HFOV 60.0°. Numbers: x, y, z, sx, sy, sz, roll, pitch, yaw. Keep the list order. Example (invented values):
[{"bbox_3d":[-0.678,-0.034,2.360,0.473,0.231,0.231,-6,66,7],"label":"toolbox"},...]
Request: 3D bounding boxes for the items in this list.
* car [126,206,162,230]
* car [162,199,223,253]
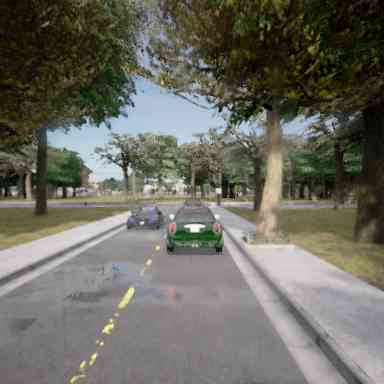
[{"bbox_3d":[-2.846,1.569,20.962,1.994,1.385,4.181,0,0,0],"label":"car"},{"bbox_3d":[0.102,1.354,13.898,2.097,1.767,4.553,0,0,0],"label":"car"}]
